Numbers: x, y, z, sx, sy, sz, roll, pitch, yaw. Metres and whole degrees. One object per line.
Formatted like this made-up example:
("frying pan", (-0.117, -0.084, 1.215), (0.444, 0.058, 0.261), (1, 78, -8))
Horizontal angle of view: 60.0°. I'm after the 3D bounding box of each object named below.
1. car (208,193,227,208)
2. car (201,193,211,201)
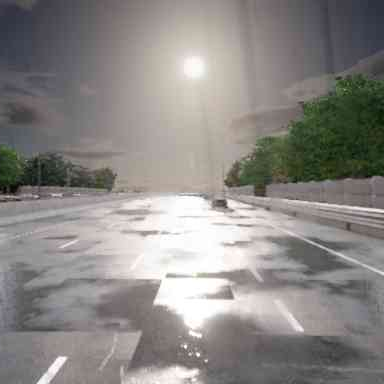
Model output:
("car", (3.500, 1.281, 43.435), (1.882, 1.535, 5.008), (0, 0, 0))
("car", (3.500, 0.908, 68.856), (2.097, 1.767, 4.553), (0, 1, 0))
